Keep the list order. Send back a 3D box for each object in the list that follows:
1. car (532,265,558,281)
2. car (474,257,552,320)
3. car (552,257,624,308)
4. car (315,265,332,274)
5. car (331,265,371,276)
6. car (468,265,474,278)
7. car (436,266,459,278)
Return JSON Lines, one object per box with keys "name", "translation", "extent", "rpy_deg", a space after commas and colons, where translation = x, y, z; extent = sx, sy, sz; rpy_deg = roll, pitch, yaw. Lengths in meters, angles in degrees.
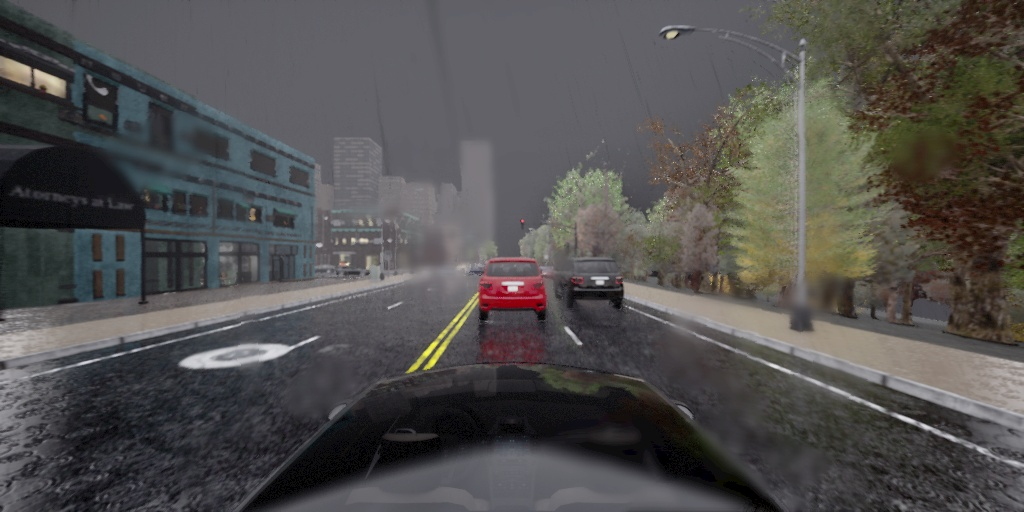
{"name": "car", "translation": [3.048, 1.573, 33.887], "extent": [1.994, 1.385, 4.181], "rpy_deg": [0, 0, -1]}
{"name": "car", "translation": [0.000, 1.067, 13.265], "extent": [2.150, 2.045, 5.566], "rpy_deg": [0, 0, -1]}
{"name": "car", "translation": [3.236, 1.086, 15.932], "extent": [2.150, 2.045, 5.566], "rpy_deg": [0, 0, 0]}
{"name": "car", "translation": [-28.793, 2.002, 54.681], "extent": [4.403, 1.370, 2.007], "rpy_deg": [0, 0, 0]}
{"name": "car", "translation": [-20.375, 1.934, 46.252], "extent": [4.313, 1.339, 1.948], "rpy_deg": [0, 0, 0]}
{"name": "car", "translation": [-3.598, 1.655, 38.316], "extent": [1.895, 1.301, 4.718], "rpy_deg": [0, 0, -1]}
{"name": "car", "translation": [-6.848, 1.714, 38.283], "extent": [1.895, 1.301, 4.718], "rpy_deg": [0, 0, -1]}
